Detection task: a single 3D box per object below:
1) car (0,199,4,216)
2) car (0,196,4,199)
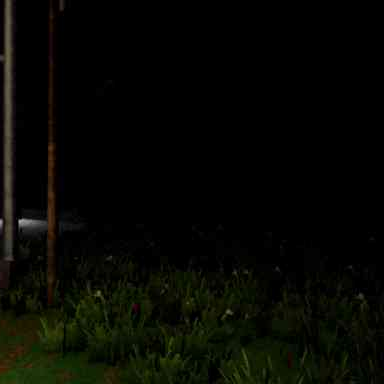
[{"bbox_3d":[-16.604,1.574,29.025,1.895,1.301,4.718,0,0,-34],"label":"car"},{"bbox_3d":[-26.101,1.325,43.685,4.553,1.767,2.097,0,0,39],"label":"car"}]
